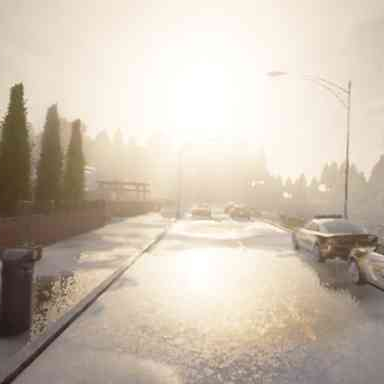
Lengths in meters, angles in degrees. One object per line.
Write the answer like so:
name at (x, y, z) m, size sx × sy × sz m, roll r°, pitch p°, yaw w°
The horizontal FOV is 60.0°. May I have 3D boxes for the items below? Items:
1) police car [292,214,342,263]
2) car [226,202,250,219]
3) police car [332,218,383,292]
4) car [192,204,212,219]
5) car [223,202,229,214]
police car at (5.464, 1.729, 13.514) m, size 1.930 × 1.638 × 5.238 m, roll -2°, pitch -1°, yaw 2°
car at (5.107, 2.142, 35.843) m, size 1.994 × 1.385 × 4.181 m, roll 2°, pitch -1°, yaw 2°
police car at (5.260, 1.657, 7.526) m, size 1.930 × 1.638 × 5.238 m, roll -2°, pitch -1°, yaw 2°
car at (1.019, 1.973, 34.651) m, size 1.994 × 1.385 × 4.181 m, roll 2°, pitch -1°, yaw 2°
car at (5.410, 2.206, 46.160) m, size 1.837 × 1.490 × 4.892 m, roll 2°, pitch 0°, yaw 2°
